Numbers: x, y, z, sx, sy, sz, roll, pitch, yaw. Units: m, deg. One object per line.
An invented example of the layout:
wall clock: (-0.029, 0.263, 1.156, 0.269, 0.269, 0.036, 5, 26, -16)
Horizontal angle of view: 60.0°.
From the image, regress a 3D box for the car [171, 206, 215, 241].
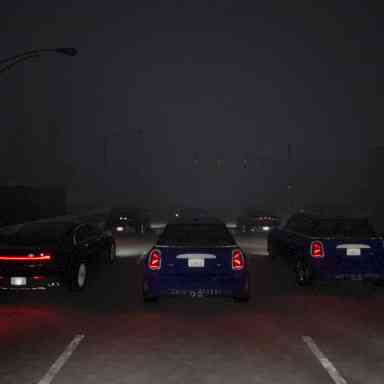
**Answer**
car: (0.085, 1.548, 17.923, 2.033, 1.411, 5.357, 0, 0, 1)

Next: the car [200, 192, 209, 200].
car: (3.638, 1.531, 91.037, 2.033, 1.411, 5.357, 0, 0, 0)

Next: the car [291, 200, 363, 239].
car: (7.086, 1.352, 18.073, 2.097, 1.767, 4.553, 0, 0, 1)

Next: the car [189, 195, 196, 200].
car: (0.139, 1.516, 91.459, 1.812, 1.442, 4.674, 0, 0, 0)

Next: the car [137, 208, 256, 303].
car: (0.095, 1.352, 8.386, 2.097, 1.767, 4.553, 0, 0, 0)

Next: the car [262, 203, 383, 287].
car: (3.601, 1.352, 9.518, 2.097, 1.767, 4.553, 0, 0, 0)

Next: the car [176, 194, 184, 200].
car: (-3.362, 1.469, 91.047, 1.882, 1.535, 5.008, 0, 0, 0)

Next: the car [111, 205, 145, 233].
car: (-3.412, 1.505, 18.254, 1.837, 1.490, 4.892, 0, 0, 1)

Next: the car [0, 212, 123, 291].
car: (-3.400, 1.505, 8.970, 1.837, 1.490, 4.892, 0, 0, 0)

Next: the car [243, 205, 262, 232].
car: (3.590, 1.505, 18.460, 1.837, 1.490, 4.892, 0, 0, 1)

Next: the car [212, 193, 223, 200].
car: (7.138, 1.216, 91.062, 2.150, 2.045, 5.566, 0, 0, 0)
